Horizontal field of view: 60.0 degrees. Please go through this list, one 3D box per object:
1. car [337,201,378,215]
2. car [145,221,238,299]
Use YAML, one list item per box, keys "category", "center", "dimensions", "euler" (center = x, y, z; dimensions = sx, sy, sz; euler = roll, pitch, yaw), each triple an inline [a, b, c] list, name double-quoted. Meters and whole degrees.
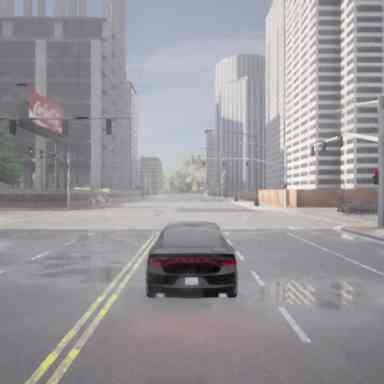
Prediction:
- category: "car"
  center: [16.582, 1.533, 32.670]
  dimensions: [4.181, 1.385, 1.994]
  euler: [0, 0, -1]
- category: "car"
  center: [0.002, 1.470, 8.523]
  dimensions: [1.882, 1.535, 5.008]
  euler: [0, 0, 0]
